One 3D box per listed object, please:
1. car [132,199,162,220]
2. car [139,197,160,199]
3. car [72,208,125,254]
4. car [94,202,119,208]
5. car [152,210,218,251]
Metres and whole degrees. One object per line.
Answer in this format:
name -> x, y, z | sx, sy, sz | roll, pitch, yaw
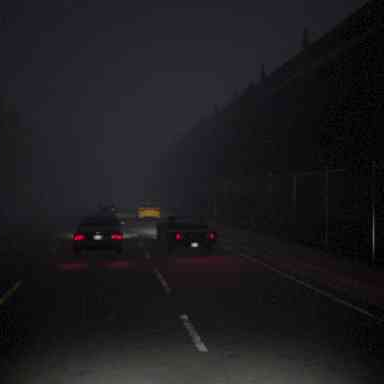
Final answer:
car -> -4.012, 1.648, 29.618 | 1.882, 1.535, 5.008 | 1, 0, -13
car -> -8.593, 1.776, 71.091 | 2.097, 1.767, 4.553 | 0, -1, 36
car -> -3.786, 1.602, 13.749 | 2.033, 1.411, 5.357 | 1, 0, -14
car -> -7.375, 1.613, 28.626 | 2.128, 1.511, 4.902 | 1, 0, -13
car -> -0.411, 1.706, 14.685 | 1.895, 1.301, 4.718 | 1, 0, -13
